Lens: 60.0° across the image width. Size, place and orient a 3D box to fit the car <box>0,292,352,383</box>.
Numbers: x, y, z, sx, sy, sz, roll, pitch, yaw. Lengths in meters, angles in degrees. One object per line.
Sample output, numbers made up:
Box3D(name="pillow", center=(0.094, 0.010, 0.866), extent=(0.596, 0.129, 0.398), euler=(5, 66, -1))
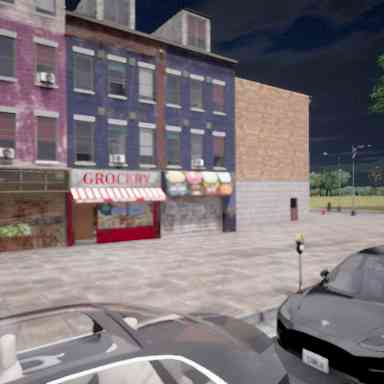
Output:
Box3D(name="car", center=(-1.235, 1.551, 1.943), extent=(4.403, 1.369, 2.008), euler=(0, -1, -35))

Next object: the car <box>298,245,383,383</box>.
Box3D(name="car", center=(3.191, 1.573, 5.097), extent=(4.313, 1.339, 1.947), euler=(0, -1, -35))
